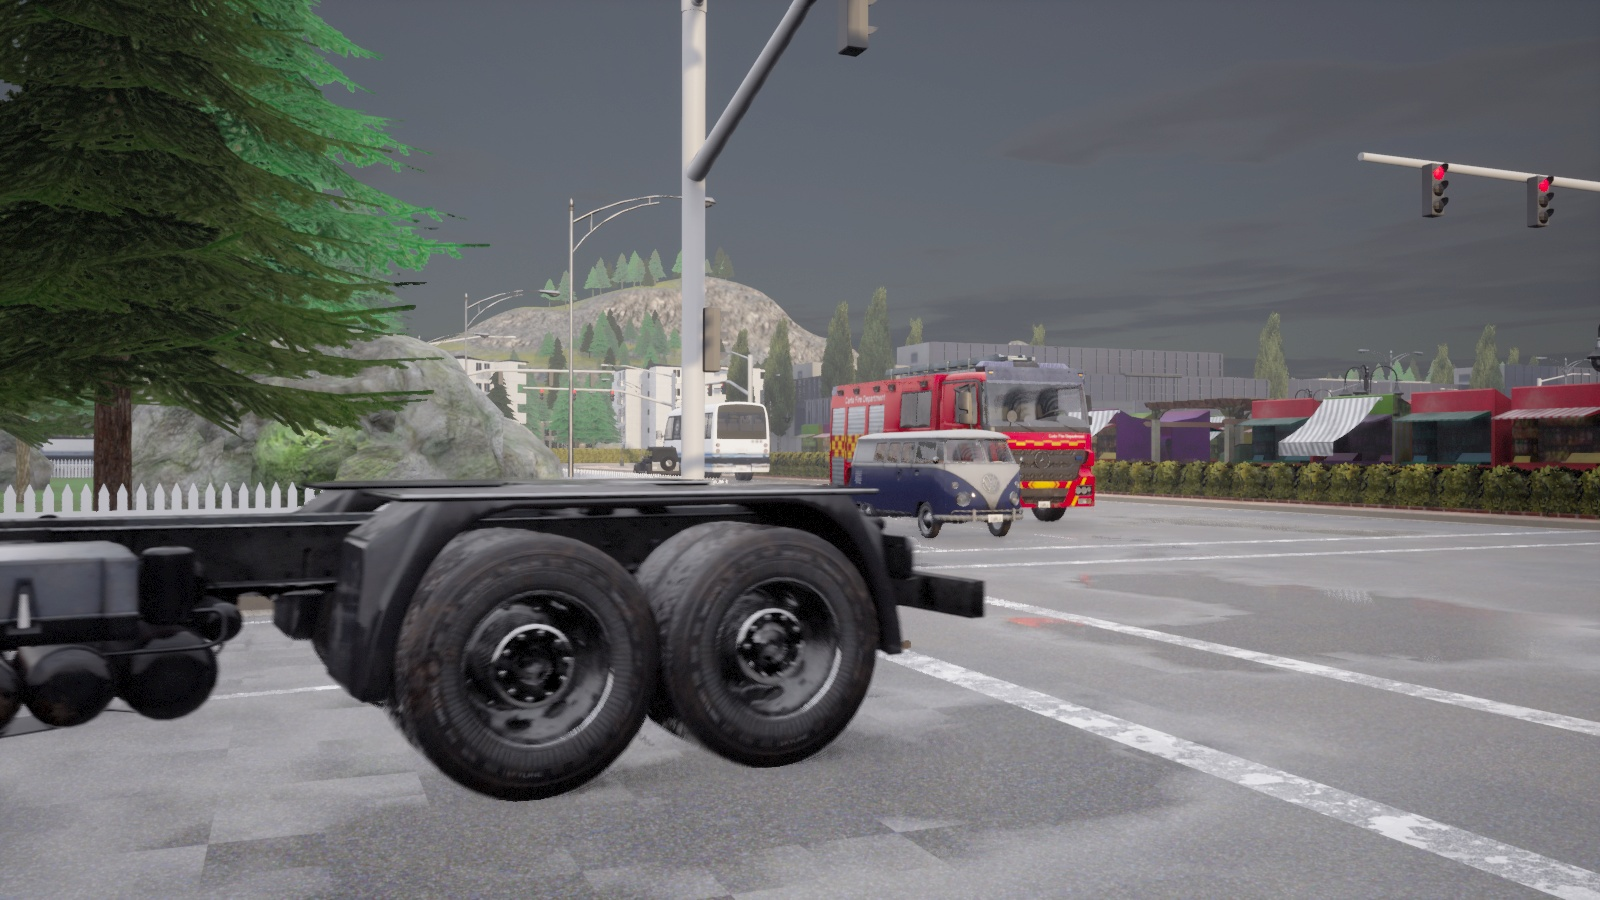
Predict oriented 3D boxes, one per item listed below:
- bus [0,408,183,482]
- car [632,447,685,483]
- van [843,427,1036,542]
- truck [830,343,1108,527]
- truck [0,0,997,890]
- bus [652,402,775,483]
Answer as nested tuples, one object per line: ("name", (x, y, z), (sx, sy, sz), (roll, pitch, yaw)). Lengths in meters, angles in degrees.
("bus", (-42.870, -0.301, 75.260), (10.273, 4.253, 3.944), (0, 0, -21))
("car", (-7.748, 0.780, 68.369), (1.905, 1.878, 3.866), (0, 0, -22))
("van", (2.553, 0.607, 24.141), (1.775, 1.987, 4.442), (0, 0, -22))
("truck", (3.741, -0.298, 30.549), (2.891, 3.827, 8.468), (0, 0, -22))
("truck", (-3.157, -0.216, 5.746), (7.936, 3.462, 2.891), (0, 0, -30))
("bus", (-5.085, -0.391, 71.120), (3.944, 4.253, 10.273), (0, 0, -22))
